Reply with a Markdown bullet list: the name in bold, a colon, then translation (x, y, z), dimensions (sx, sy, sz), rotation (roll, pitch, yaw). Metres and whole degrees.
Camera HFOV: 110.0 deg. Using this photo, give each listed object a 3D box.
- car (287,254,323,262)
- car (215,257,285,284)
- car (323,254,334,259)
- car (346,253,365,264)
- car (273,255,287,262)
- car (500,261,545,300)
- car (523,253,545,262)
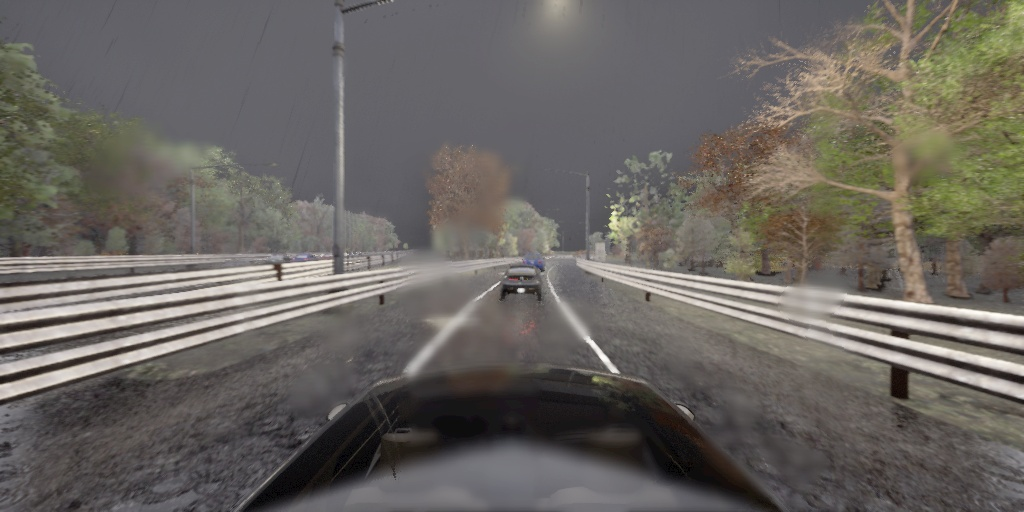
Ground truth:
- **car**: translation (-23.605, 0.518, 41.090), dimensions (1.812, 1.442, 4.674), rotation (0, 0, -13)
- **car**: translation (-15.594, 0.882, 21.201), dimensions (1.895, 1.301, 4.718), rotation (0, 1, -13)
- **car**: translation (-26.049, 0.375, 51.624), dimensions (1.812, 1.442, 4.674), rotation (0, 1, -13)
- **car**: translation (-22.500, 0.349, 51.790), dimensions (1.882, 1.535, 5.008), rotation (0, 1, -13)
- **car**: translation (-27.531, 0.510, 42.626), dimensions (1.994, 1.385, 4.181), rotation (0, 1, -13)
- **car**: translation (0.486, 1.160, 16.913), dimensions (1.837, 1.490, 4.892), rotation (0, 0, 3)
- **car**: translation (2.387, 0.731, 39.402), dimensions (2.150, 2.045, 5.566), rotation (0, 1, 7)
